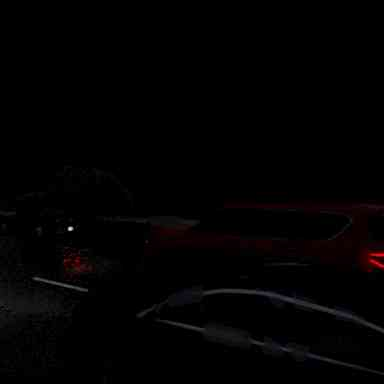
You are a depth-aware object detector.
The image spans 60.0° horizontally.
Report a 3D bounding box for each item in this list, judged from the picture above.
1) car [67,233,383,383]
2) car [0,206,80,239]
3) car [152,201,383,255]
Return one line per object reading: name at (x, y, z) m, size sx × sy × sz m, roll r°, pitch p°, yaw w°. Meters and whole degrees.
car at (0.743, 1.488, 3.331) m, size 4.902 × 1.511 × 2.128 m, roll 0°, pitch 0°, yaw 35°
car at (-7.911, 1.503, 17.164) m, size 4.892 × 1.490 × 1.837 m, roll 0°, pitch 0°, yaw 30°
car at (1.401, 1.214, 7.162) m, size 5.566 × 2.045 × 2.150 m, roll 0°, pitch 0°, yaw 35°
